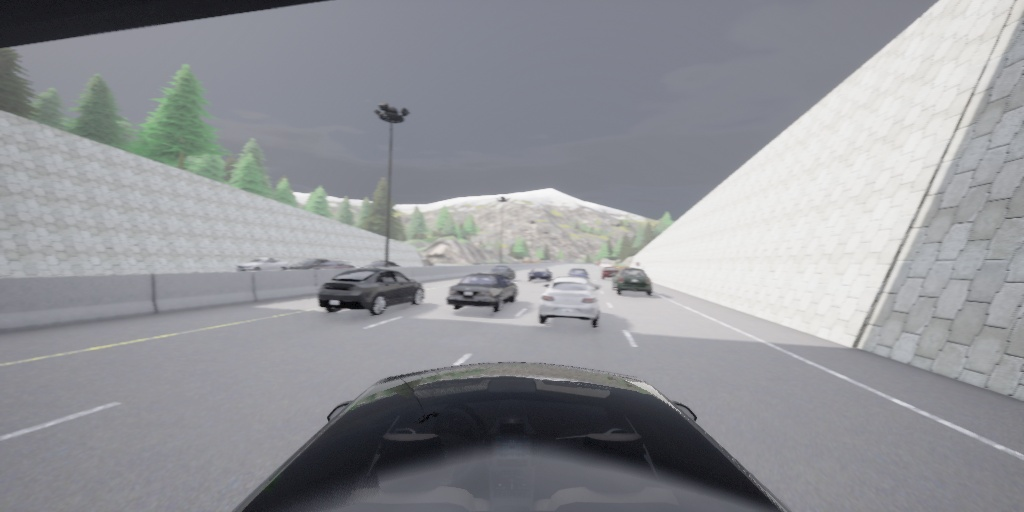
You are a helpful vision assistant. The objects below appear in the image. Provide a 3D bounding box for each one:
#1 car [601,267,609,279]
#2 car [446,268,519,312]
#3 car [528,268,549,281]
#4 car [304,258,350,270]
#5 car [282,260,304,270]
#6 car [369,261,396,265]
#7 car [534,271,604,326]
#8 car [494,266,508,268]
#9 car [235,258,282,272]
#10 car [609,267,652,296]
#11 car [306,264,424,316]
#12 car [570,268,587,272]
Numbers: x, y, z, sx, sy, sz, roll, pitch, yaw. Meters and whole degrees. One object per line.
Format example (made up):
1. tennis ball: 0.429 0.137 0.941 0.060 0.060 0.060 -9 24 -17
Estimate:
1. car: 11.449 1.975 41.918 1.882 1.535 5.008 2 -1 11
2. car: -1.037 1.393 14.976 2.033 1.411 5.357 2 -1 11
3. car: 2.776 1.752 34.189 1.895 1.301 4.718 2 -1 11
4. car: -15.738 1.112 31.751 1.994 1.385 4.181 2 -1 11
5. car: -18.836 0.978 34.092 1.837 1.490 4.892 2 0 11
6. car: -11.970 1.181 32.742 1.837 1.490 4.892 2 -1 11
7. car: 2.039 1.444 12.500 1.812 1.442 4.674 2 -1 11
8. car: -0.917 1.593 33.553 1.994 1.385 4.181 2 -1 11
9. car: -22.668 0.867 32.776 1.812 1.442 4.674 2 -1 11
10. car: 7.845 1.559 23.747 2.097 1.767 4.553 2 -1 11
11. car: -4.936 1.212 13.300 1.837 1.490 4.892 2 -1 11
12. car: 5.687 1.757 30.878 2.033 1.411 5.357 2 -1 11
